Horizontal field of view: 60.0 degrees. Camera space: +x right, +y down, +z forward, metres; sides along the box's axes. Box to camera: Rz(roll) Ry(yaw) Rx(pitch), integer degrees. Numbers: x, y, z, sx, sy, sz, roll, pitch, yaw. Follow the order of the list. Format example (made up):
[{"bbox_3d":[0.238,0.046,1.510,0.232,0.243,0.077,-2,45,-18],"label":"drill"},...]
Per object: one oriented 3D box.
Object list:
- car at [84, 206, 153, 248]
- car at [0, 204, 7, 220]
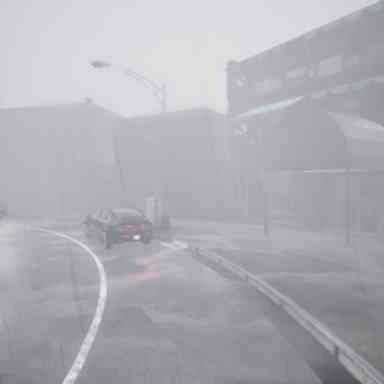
[{"bbox_3d":[-3.319,1.372,14.461,1.837,1.490,4.892,-1,2,-31],"label":"car"},{"bbox_3d":[-15.757,1.382,24.123,4.892,1.490,1.837,-1,1,18],"label":"car"}]
